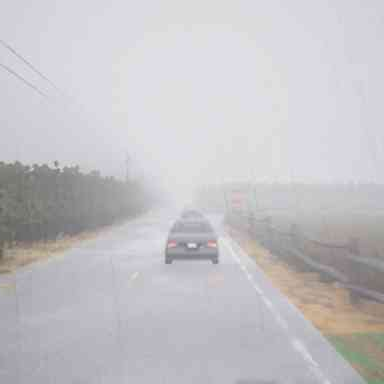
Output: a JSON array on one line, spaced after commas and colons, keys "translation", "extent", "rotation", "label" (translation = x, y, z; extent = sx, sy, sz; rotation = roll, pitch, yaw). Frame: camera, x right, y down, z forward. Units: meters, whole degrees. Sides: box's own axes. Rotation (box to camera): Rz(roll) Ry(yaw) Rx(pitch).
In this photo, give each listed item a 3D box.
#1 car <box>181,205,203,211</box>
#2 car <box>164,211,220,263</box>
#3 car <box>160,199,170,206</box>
[{"translation": [-0.007, 1.823, 28.752], "extent": [1.812, 1.442, 4.674], "rotation": [0, -1, 0], "label": "car"}, {"translation": [0.006, 1.678, 12.512], "extent": [2.033, 1.411, 5.357], "rotation": [0, -1, 0], "label": "car"}, {"translation": [-5.759, 2.279, 71.689], "extent": [2.033, 1.411, 5.357], "rotation": [0, -1, -1], "label": "car"}]
